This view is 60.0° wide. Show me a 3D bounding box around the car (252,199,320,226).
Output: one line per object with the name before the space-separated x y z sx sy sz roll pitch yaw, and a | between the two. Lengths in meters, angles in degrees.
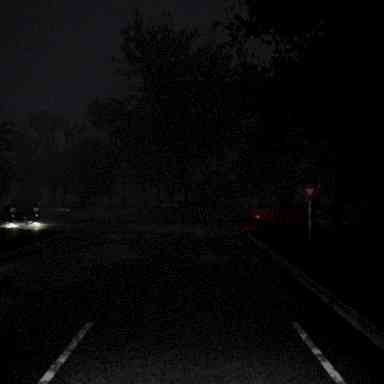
car | 6.495 1.468 23.097 5.008 1.535 1.882 0 0 -29

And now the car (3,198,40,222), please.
car | -13.731 1.342 26.616 2.097 1.767 4.553 0 0 -36

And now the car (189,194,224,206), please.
car | 2.272 1.297 52.516 5.566 2.045 2.150 0 0 13

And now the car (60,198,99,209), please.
car | -15.218 1.530 45.523 2.033 1.411 5.357 0 0 33
